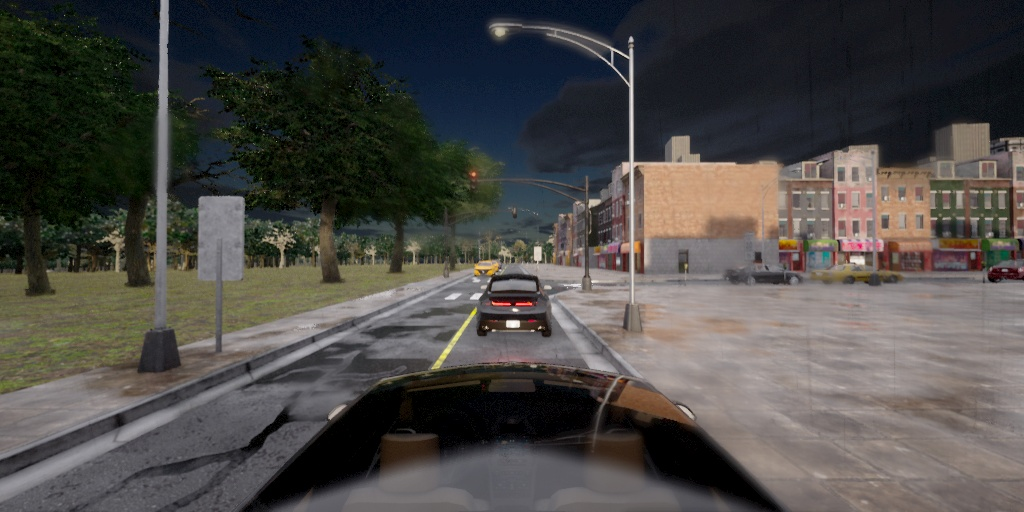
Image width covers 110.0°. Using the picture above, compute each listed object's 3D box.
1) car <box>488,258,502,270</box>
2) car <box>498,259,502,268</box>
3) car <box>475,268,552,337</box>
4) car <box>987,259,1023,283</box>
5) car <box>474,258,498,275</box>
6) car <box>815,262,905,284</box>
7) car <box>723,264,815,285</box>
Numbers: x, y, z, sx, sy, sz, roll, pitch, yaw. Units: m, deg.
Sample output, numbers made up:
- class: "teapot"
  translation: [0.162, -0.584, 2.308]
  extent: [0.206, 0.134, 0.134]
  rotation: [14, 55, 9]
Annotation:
- class: "car"
  translation: [-2.700, 1.278, 57.511]
  extent: [2.097, 1.767, 4.553]
  rotation: [0, -1, 0]
- class: "car"
  translation: [-2.739, 1.331, 47.366]
  extent: [1.882, 1.535, 5.008]
  rotation: [0, 0, 0]
- class: "car"
  translation: [0.104, 1.260, 10.355]
  extent: [1.837, 1.490, 4.892]
  rotation: [0, 0, 2]
- class: "car"
  translation: [32.553, 0.898, 22.259]
  extent: [4.097, 1.591, 1.967]
  rotation: [0, 0, 0]
- class: "car"
  translation: [-2.765, 1.284, 37.149]
  extent: [1.882, 1.535, 5.008]
  rotation: [0, 0, 0]
- class: "car"
  translation: [21.375, 1.067, 22.213]
  extent: [4.829, 1.417, 1.751]
  rotation: [0, 0, 0]
- class: "car"
  translation: [15.531, 1.137, 22.189]
  extent: [4.403, 1.370, 2.007]
  rotation: [0, 0, 0]
